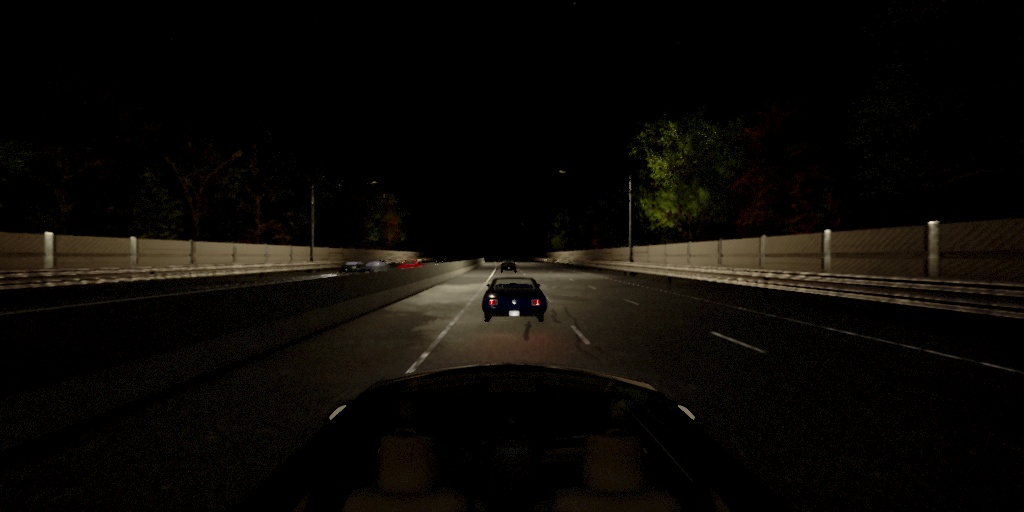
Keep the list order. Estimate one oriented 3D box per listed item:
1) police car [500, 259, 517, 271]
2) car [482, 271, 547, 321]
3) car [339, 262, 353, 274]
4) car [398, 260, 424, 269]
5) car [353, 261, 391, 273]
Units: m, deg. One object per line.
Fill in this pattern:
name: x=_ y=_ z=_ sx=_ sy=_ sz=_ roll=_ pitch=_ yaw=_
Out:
police car: x=-0.435 y=1.181 z=44.276 sx=1.930 sy=1.638 sz=5.238 roll=0 pitch=0 yaw=-1
car: x=0.056 y=1.352 z=12.438 sx=1.895 sy=1.301 sz=4.718 roll=0 pitch=0 yaw=0
car: x=-18.048 y=1.317 z=40.960 sx=1.994 sy=1.385 sz=4.181 roll=0 pitch=0 yaw=-1
car: x=-11.011 y=1.231 z=39.255 sx=1.882 sy=1.535 sz=5.008 roll=0 pitch=0 yaw=-1
car: x=-14.493 y=1.301 z=38.196 sx=2.033 sy=1.411 sz=5.357 roll=0 pitch=0 yaw=-1
